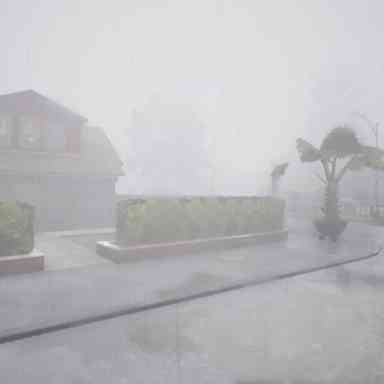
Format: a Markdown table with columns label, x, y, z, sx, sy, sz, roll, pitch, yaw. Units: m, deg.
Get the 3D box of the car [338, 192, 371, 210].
| label | x | y | z | sx | sy | sz | roll | pitch | yaw |
| --- | --- | --- | --- | --- | --- | --- | --- | --- | --- |
| car | 17.391 | 0.985 | 36.217 | 3.866 | 1.878 | 1.905 | 0 | 0 | 0 |
